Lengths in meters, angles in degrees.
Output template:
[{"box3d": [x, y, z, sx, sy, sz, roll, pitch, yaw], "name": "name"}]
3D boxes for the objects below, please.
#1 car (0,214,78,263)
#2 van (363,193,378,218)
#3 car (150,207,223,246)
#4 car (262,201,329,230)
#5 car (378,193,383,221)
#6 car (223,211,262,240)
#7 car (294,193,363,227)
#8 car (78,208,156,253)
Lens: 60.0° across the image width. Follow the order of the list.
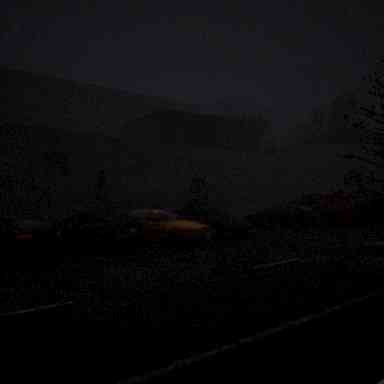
[{"box3d": [-6.521, 1.533, 11.955, 4.674, 1.452, 2.002, -1, 0, 35], "name": "car"}, {"box3d": [10.587, 1.159, 24.027, 4.442, 1.987, 1.878, -1, -1, 35], "name": "van"}, {"box3d": [-1.504, 1.480, 15.326, 5.366, 1.575, 1.946, -1, -1, 34], "name": "car"}, {"box3d": [5.633, 1.477, 20.620, 4.674, 1.452, 2.002, -1, 0, 35], "name": "car"}, {"box3d": [12.943, 1.107, 25.809, 5.566, 2.045, 2.435, -1, -1, 35], "name": "car"}, {"box3d": [0.796, 1.504, 17.143, 4.792, 1.488, 2.163, -1, -1, 35], "name": "car"}, {"box3d": [8.031, 1.164, 22.370, 5.566, 2.045, 2.435, -1, 0, 35], "name": "car"}, {"box3d": [-4.119, 1.524, 13.706, 4.792, 1.488, 2.163, -1, -1, 35], "name": "car"}]
